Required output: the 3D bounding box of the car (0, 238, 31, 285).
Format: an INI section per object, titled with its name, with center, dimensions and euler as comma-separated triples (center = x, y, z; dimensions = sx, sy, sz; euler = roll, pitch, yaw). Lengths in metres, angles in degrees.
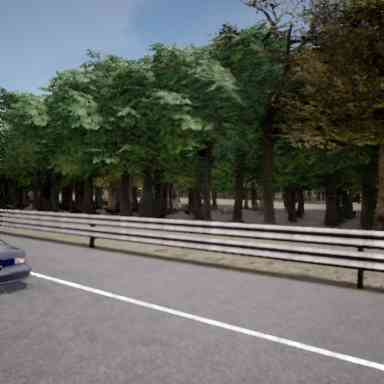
[car]
center = -6.211, 1.599, 8.541
dimensions = 5.357, 1.411, 2.033
euler = 0, 0, 37
